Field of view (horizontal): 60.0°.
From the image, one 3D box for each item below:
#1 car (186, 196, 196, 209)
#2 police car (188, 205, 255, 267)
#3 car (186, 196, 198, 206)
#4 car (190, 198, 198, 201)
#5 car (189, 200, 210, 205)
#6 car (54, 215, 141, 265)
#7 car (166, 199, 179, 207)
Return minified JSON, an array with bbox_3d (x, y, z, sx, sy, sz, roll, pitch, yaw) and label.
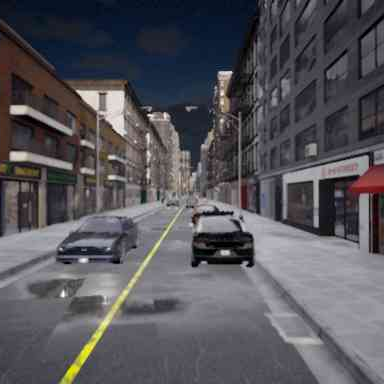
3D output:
[{"bbox_3d":[0.040,1.718,47.922,2.033,1.411,5.357,0,0,0],"label":"car"},{"bbox_3d":[0.907,1.459,11.633,1.930,1.638,5.238,0,0,0],"label":"police car"},{"bbox_3d":[0.039,1.596,61.650,2.097,1.767,4.553,0,0,0],"label":"car"},{"bbox_3d":[0.918,1.543,27.713,1.801,1.575,5.366,0,0,0],"label":"car"},{"bbox_3d":[0.914,1.543,21.523,1.882,1.535,5.008,0,0,0],"label":"car"},{"bbox_3d":[-3.092,1.582,12.164,2.033,1.411,5.357,0,0,0],"label":"car"},{"bbox_3d":[-3.042,1.761,53.422,1.994,1.385,4.181,0,0,0],"label":"car"}]
